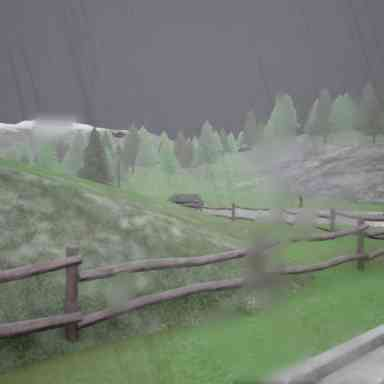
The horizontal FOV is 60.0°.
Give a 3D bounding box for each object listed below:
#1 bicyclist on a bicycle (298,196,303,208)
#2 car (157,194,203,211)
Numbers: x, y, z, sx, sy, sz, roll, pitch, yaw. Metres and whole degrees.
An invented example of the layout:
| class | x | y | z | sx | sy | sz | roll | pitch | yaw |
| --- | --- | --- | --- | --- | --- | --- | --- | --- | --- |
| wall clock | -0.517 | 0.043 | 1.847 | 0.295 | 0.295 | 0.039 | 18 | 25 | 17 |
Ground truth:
| class | x | y | z | sx | sy | sz | roll | pitch | yaw |
| --- | --- | --- | --- | --- | --- | --- | --- | --- | --- |
| bicyclist on a bicycle | 14.311 | 1.294 | 43.808 | 0.582 | 1.620 | 1.656 | 0 | 0 | 34 |
| car | -1.443 | 1.214 | 39.936 | 5.566 | 2.045 | 2.150 | 0 | -1 | 21 |
